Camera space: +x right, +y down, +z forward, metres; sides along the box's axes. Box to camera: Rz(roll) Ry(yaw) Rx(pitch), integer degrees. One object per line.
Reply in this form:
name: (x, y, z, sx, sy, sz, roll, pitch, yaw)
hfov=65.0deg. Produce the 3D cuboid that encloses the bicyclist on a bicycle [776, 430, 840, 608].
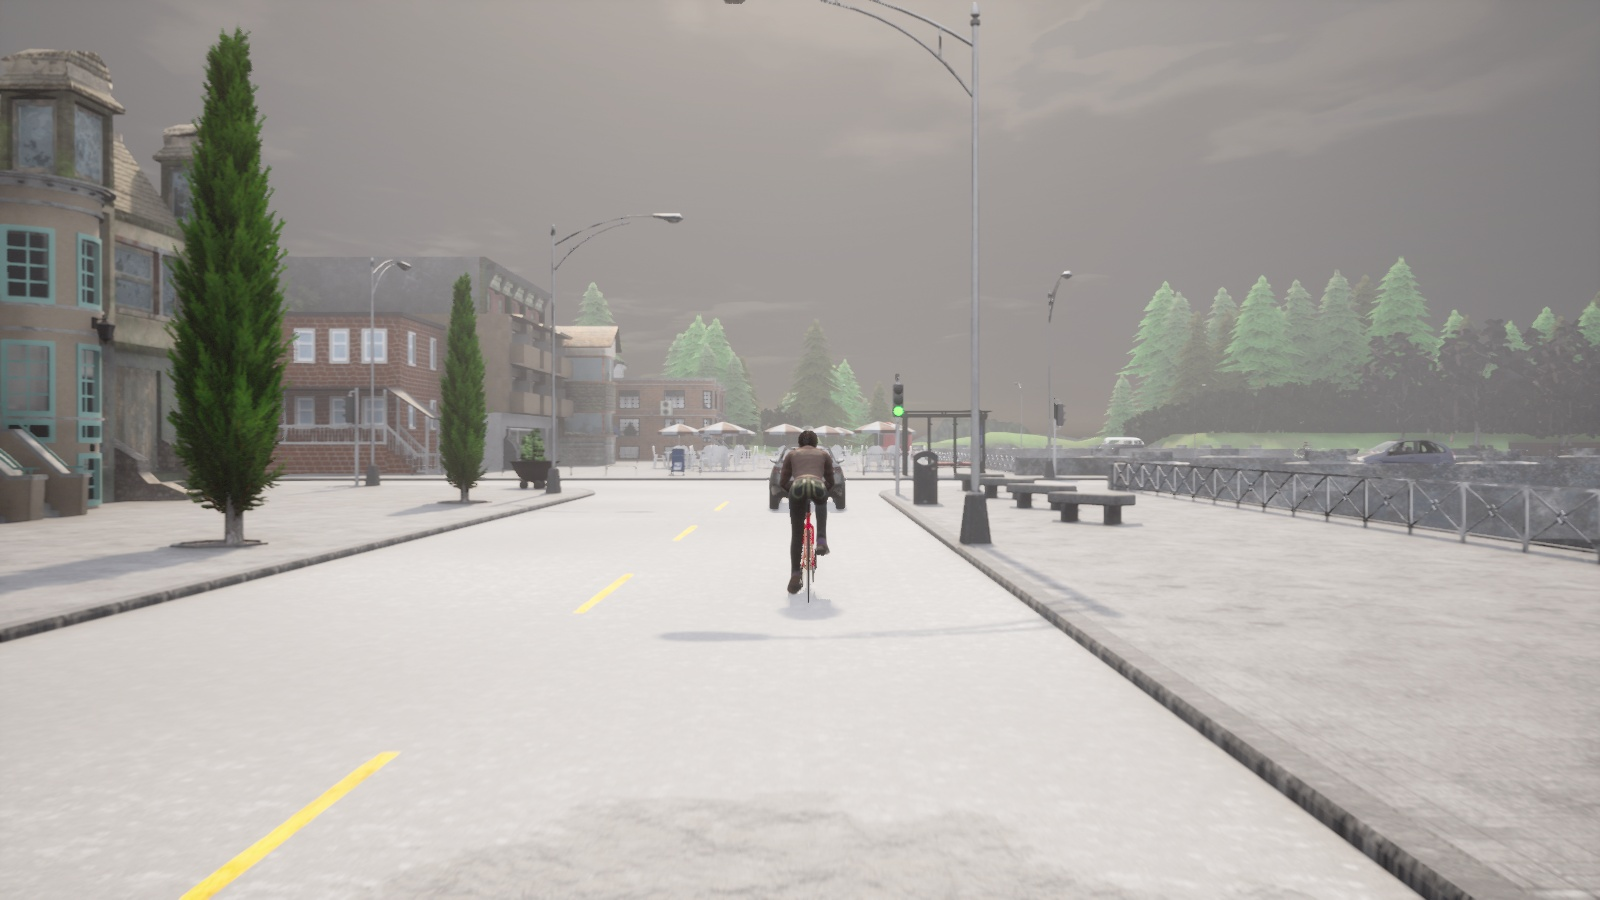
bicyclist on a bicycle: (0.080, 0.631, 12.256, 0.582, 1.620, 1.656, 0, 0, 0)

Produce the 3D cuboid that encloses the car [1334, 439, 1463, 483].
car: (22.497, 0.400, 47.328, 3.988, 1.617, 1.851, 0, 0, 0)

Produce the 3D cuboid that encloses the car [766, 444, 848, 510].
car: (0.175, 0.594, 29.982, 1.816, 1.474, 4.193, 0, 0, 0)
